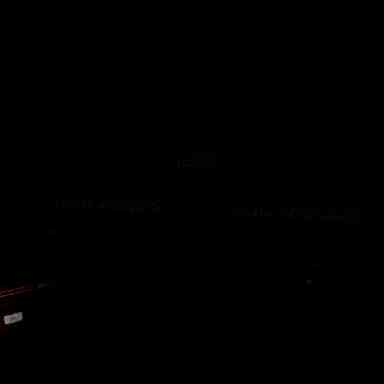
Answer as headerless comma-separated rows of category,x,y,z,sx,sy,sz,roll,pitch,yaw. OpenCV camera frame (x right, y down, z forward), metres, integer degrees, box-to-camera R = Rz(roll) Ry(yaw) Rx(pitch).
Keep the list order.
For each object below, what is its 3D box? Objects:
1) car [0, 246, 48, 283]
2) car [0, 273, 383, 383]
car,-4.176,1.536,5.712,4.507,1.381,1.887,0,0,36
car,0.334,1.565,2.485,4.313,1.339,1.947,0,0,36
